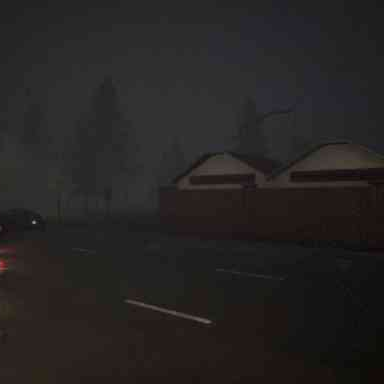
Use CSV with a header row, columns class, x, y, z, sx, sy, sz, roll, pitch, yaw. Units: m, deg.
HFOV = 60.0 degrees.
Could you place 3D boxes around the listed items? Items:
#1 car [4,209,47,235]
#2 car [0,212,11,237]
class,x,y,z,sx,sy,sz,roll,pitch,yaw
car,-10.676,1.736,20.206,4.181,1.385,1.994,-1,0,35
car,-11.046,1.756,16.172,4.718,1.301,1.895,-1,0,35
